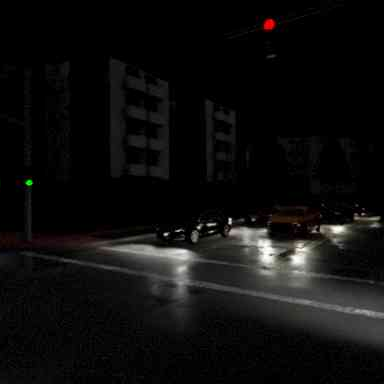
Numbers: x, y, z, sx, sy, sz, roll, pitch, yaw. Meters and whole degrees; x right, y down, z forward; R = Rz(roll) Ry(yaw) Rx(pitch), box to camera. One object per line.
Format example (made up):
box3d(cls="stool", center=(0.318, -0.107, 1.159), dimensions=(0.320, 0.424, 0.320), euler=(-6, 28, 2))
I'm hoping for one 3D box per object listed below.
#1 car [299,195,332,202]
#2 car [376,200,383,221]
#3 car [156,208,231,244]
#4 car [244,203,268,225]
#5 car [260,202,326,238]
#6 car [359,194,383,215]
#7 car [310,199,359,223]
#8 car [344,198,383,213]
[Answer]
box3d(cls="car", center=(11.837, 1.312, 32.156), dimensions=(5.566, 2.045, 2.150), euler=(0, 0, -45))
box3d(cls="car", center=(16.790, 1.580, 26.919), dimensions=(1.994, 1.385, 4.181), euler=(-1, -1, 44))
box3d(cls="car", center=(0.230, 1.601, 16.539), dimensions=(1.837, 1.490, 4.892), euler=(-1, 0, 35))
box3d(cls="car", center=(5.506, 1.589, 24.272), dimensions=(2.128, 1.511, 4.902), euler=(-1, 0, 35))
box3d(cls="car", center=(5.770, 1.538, 18.518), dimensions=(1.882, 1.535, 5.008), euler=(-1, 0, 34))
box3d(cls="car", center=(18.585, 1.262, 33.457), dimensions=(5.566, 2.045, 2.150), euler=(0, 0, -37))
box3d(cls="car", center=(11.242, 1.537, 26.090), dimensions=(1.882, 1.535, 5.008), euler=(-1, 0, 39))
box3d(cls="car", center=(20.057, 1.537, 38.702), dimensions=(5.008, 1.535, 1.882), euler=(0, 0, -32))
